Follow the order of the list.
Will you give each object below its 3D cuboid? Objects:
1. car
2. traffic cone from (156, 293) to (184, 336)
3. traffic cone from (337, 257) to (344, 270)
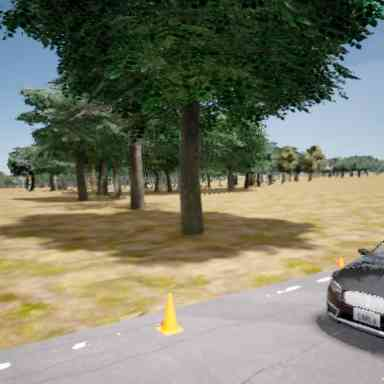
[{"bbox_3d":[4.418,1.465,6.038,4.902,1.511,2.128,0,0,-36],"label":"car"},{"bbox_3d":[-0.355,1.945,5.395,0.340,0.580,0.340,0,0,-35],"label":"traffic cone"},{"bbox_3d":[3.718,1.926,8.296,0.340,0.580,0.340,0,0,-35],"label":"traffic cone"}]
